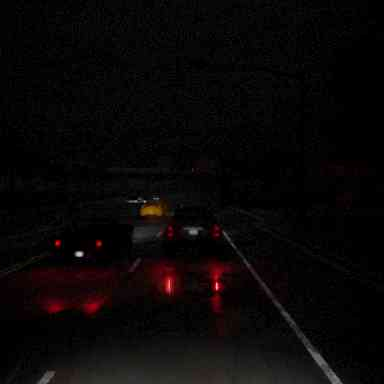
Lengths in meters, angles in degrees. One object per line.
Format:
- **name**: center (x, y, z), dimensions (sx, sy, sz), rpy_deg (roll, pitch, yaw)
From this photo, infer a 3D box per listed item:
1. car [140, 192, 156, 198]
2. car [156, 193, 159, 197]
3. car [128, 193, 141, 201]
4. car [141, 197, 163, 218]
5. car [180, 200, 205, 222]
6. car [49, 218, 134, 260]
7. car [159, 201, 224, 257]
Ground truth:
- **car**: center (-10.514, 1.233, 79.621), dimensions (1.882, 1.535, 5.008), rpy_deg (0, 1, 0)
- **car**: center (-10.518, 1.022, 95.011), dimensions (2.033, 1.411, 5.357), rpy_deg (0, 1, 0)
- **car**: center (-14.014, 1.300, 79.571), dimensions (1.994, 1.385, 4.181), rpy_deg (0, 1, 0)
- **car**: center (-3.428, 1.514, 30.414), dimensions (1.882, 1.535, 5.008), rpy_deg (0, 0, 0)
- **car**: center (0.055, 1.518, 27.638), dimensions (1.882, 1.535, 5.008), rpy_deg (0, 0, 0)
- **car**: center (-3.440, 1.612, 12.416), dimensions (1.895, 1.301, 4.718), rpy_deg (0, 0, 0)
- **car**: center (0.063, 1.373, 13.277), dimensions (2.097, 1.767, 4.553), rpy_deg (0, 0, 0)
